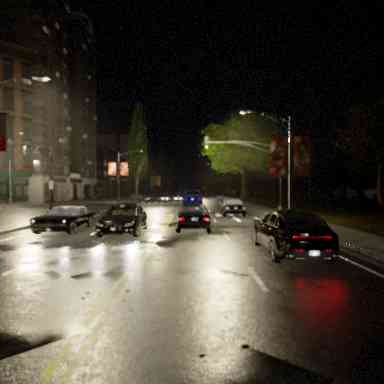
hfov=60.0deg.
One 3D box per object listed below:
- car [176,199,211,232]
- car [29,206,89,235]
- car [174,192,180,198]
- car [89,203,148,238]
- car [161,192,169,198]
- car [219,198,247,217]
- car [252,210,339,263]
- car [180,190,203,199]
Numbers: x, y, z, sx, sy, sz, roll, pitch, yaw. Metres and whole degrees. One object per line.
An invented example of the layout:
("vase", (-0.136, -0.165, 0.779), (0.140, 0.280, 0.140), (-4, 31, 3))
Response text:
("car", (0.077, 1.341, 18.542), (2.033, 1.411, 5.357), (0, 1, 0))
("car", (-6.589, 1.407, 17.455), (1.895, 1.301, 4.718), (0, 1, 0))
("car", (-3.345, 0.631, 81.856), (2.128, 1.511, 4.902), (0, 1, 0))
("car", (-3.341, 1.322, 16.538), (1.837, 1.490, 4.892), (0, 0, 0))
("car", (-6.595, 0.631, 81.853), (2.128, 1.511, 4.902), (0, 1, 0))
("car", (3.318, 1.239, 27.690), (2.033, 1.411, 5.357), (0, 1, 0))
("car", (3.337, 1.377, 11.473), (1.837, 1.490, 4.892), (0, 1, 0))
("car", (0.058, 0.809, 37.168), (2.150, 2.045, 5.566), (0, 1, 0))
